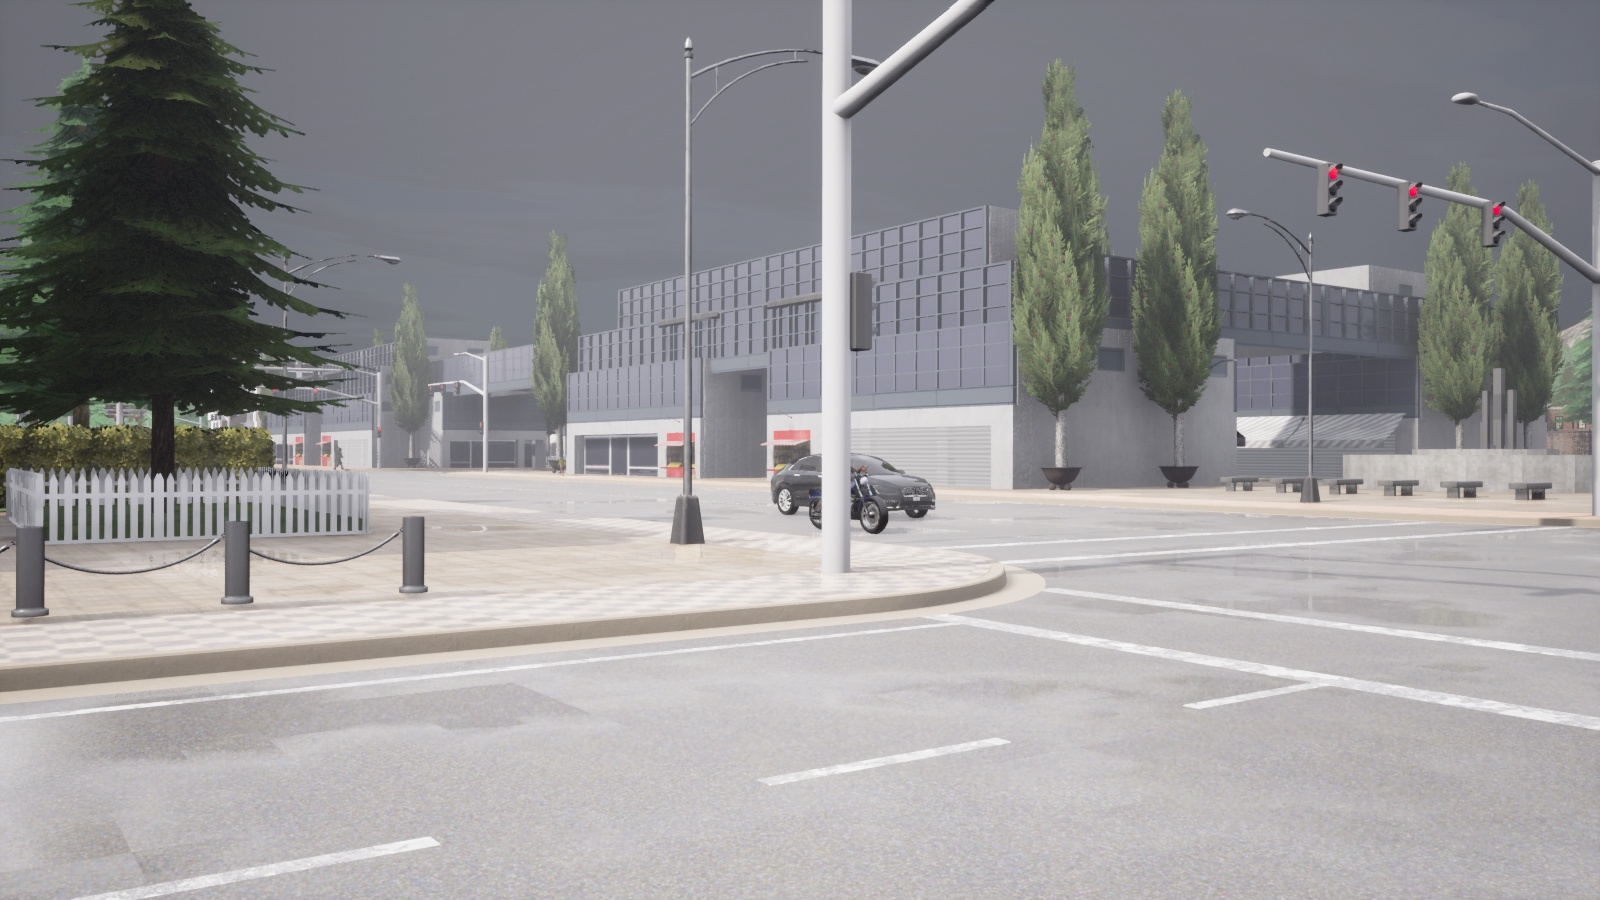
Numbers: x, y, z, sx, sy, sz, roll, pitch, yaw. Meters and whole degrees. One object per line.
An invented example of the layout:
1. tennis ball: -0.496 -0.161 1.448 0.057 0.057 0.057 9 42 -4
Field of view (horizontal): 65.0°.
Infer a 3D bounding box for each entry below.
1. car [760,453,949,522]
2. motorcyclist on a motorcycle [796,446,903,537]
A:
1. car: 1.174 0.820 29.581 1.837 1.490 4.892 0 0 -35
2. motorcyclist on a motorcycle: 0.901 0.752 23.853 0.766 1.649 2.350 0 0 -35
